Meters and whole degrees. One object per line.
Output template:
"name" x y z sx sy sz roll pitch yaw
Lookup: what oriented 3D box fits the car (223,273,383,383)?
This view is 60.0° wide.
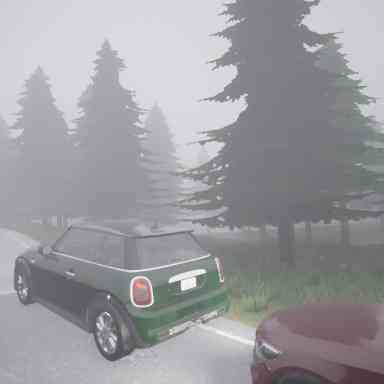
"car" 2.749 1.531 2.595 4.674 1.442 1.812 1 0 36

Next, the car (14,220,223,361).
"car" -1.577 1.308 6.219 4.553 1.767 2.097 1 1 44
